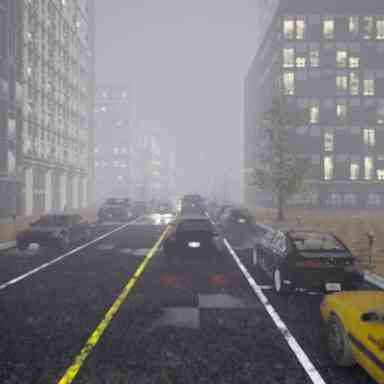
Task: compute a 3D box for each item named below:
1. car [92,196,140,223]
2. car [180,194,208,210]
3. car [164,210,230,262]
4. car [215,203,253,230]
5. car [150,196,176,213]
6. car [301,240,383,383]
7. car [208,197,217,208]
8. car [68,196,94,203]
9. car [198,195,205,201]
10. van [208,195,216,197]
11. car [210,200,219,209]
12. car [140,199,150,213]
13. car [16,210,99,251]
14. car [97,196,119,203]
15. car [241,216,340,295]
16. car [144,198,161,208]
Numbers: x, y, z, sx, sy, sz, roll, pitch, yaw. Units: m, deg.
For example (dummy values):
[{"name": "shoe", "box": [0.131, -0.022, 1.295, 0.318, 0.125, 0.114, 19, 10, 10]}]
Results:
[{"name": "car", "box": [-5.685, 1.324, 25.553, 2.192, 1.841, 5.009, 0, 0, 0]}, {"name": "car", "box": [0.095, 1.235, 31.143, 2.150, 2.045, 5.566, 0, 0, 0]}, {"name": "car", "box": [0.081, 1.567, 12.132, 1.994, 1.385, 4.181, 0, 0, 0]}, {"name": "car", "box": [2.661, 1.571, 19.837, 1.947, 1.339, 4.313, 0, 0, 0]}, {"name": "car", "box": [-3.096, 1.510, 37.108, 2.128, 1.511, 4.902, 0, 0, 0]}, {"name": "car", "box": [2.668, 1.526, 2.940, 1.752, 1.417, 4.829, 0, 0, 0]}, {"name": "car", "box": [2.661, 1.605, 42.594, 1.802, 1.307, 4.206, 0, 0, 0]}, {"name": "car", "box": [-22.958, 1.514, 69.082, 4.829, 1.417, 1.752, 0, 0, 0]}, {"name": "car", "box": [2.693, 1.629, 93.240, 1.752, 1.417, 4.829, 0, 0, 0]}, {"name": "van", "box": [2.661, 1.371, 48.283, 1.690, 1.788, 3.998, 0, 0, 0]}, {"name": "car", "box": [2.661, 1.575, 25.527, 1.947, 1.339, 4.313, 0, 0, 0]}, {"name": "car", "box": [-5.687, 1.563, 36.931, 1.887, 1.381, 4.507, 0, 0, 0]}, {"name": "car", "box": [-5.686, 1.569, 14.174, 1.947, 1.339, 4.313, 0, 0, 0]}, {"name": "car", "box": [-17.466, 1.581, 69.094, 4.206, 1.307, 1.802, 0, 0, 0]}, {"name": "car", "box": [2.663, 1.552, 8.460, 2.008, 1.369, 4.403, 0, 0, 0]}, {"name": "car", "box": [-5.687, 1.595, 48.309, 1.947, 1.339, 4.313, 0, 0, 0]}]
